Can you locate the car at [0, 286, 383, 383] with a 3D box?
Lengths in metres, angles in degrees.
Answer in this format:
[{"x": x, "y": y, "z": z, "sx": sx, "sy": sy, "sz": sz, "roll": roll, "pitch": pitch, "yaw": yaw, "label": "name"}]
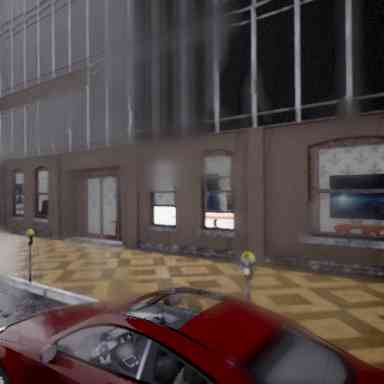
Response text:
[{"x": -0.308, "y": 1.600, "z": 3.094, "sx": 4.206, "sy": 1.307, "sz": 1.802, "roll": -1, "pitch": 0, "yaw": 35, "label": "car"}]
